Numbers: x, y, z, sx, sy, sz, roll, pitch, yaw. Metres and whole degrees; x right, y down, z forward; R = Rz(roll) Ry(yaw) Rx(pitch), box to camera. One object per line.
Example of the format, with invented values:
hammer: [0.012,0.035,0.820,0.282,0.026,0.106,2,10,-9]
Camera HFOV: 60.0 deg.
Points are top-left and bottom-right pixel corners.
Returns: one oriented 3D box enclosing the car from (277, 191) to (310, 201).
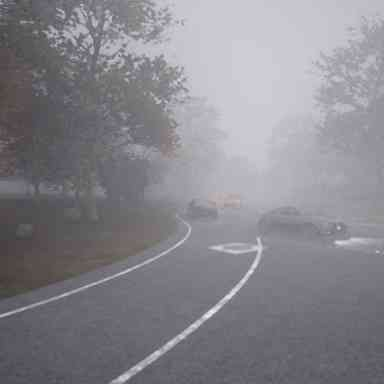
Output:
car: [15.022,0.678,49.315,4.902,1.511,2.128,-2,1,-17]

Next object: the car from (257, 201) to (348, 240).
car: [5.154,1.366,15.941,1.994,1.385,4.181,-1,1,-36]

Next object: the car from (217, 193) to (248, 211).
car: [4.391,0.961,34.299,2.097,1.767,4.553,-1,1,20]

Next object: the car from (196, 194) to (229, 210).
car: [2.441,1.078,38.065,1.882,1.535,5.008,-1,1,27]

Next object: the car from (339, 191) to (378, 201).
car: [23.494,0.578,47.065,5.008,1.535,1.882,0,1,8]

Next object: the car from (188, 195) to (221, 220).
car: [0.742,1.241,26.091,1.882,1.535,5.008,-1,1,-5]
